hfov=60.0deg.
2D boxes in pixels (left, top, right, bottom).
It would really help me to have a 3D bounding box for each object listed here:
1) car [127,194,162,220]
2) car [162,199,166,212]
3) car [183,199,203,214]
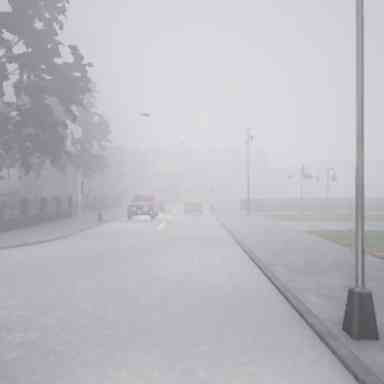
[{"bbox_3d":[-4.098,1.212,28.649,2.150,2.045,5.566,0,0,0],"label":"car"},{"bbox_3d":[-4.060,1.479,38.730,2.128,1.511,4.902,0,0,0],"label":"car"},{"bbox_3d":[0.106,1.467,34.674,1.882,1.535,5.008,0,0,0],"label":"car"}]
